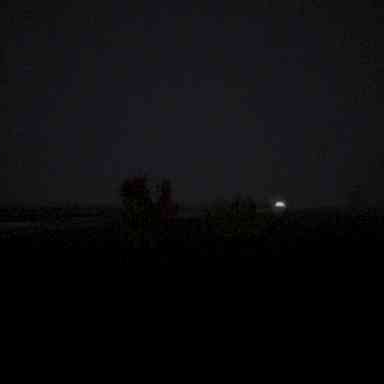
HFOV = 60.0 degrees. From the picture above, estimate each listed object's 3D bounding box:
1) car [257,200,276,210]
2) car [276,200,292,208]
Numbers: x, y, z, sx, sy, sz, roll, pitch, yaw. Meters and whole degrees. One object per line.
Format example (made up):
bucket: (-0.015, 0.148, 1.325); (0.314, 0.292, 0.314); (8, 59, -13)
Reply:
car: (10.869, 2.031, 52.392); (2.128, 1.511, 4.902); (-1, -1, 36)
car: (16.693, 2.176, 60.566); (1.812, 1.442, 4.674); (-1, -1, 36)
